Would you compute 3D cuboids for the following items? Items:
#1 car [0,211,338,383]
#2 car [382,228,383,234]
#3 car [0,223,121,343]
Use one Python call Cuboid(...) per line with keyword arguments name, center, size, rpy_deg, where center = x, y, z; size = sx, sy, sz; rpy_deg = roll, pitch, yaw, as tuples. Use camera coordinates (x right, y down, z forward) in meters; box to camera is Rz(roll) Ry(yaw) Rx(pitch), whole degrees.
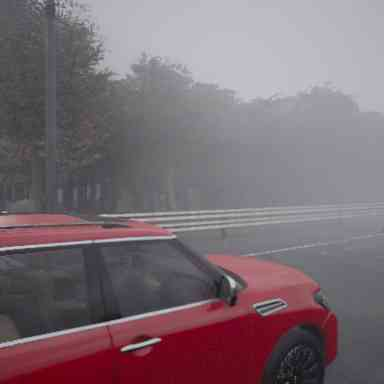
Cuboid(name="car", center=(-1.025, 1.212, 3.001), size=(5.566, 2.045, 2.150), rpy_deg=(-1, 1, -35))
Cuboid(name="car", center=(11.282, 1.516, 16.059), size=(5.357, 1.411, 2.033), rpy_deg=(0, 0, -35))
Cuboid(name="car", center=(-3.811, 1.477, 5.326), size=(4.892, 1.490, 1.837), rpy_deg=(-1, 1, -35))
